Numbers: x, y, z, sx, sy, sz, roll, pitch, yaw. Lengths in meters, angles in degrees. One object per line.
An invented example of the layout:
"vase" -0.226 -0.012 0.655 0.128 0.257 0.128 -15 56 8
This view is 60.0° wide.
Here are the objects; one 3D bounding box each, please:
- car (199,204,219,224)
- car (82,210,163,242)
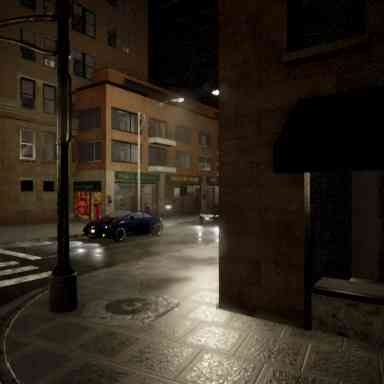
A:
"car" 2.377 1.579 24.693 1.812 1.442 4.674 0 0 35
"car" -3.334 1.593 16.684 1.994 1.385 4.181 0 0 35
